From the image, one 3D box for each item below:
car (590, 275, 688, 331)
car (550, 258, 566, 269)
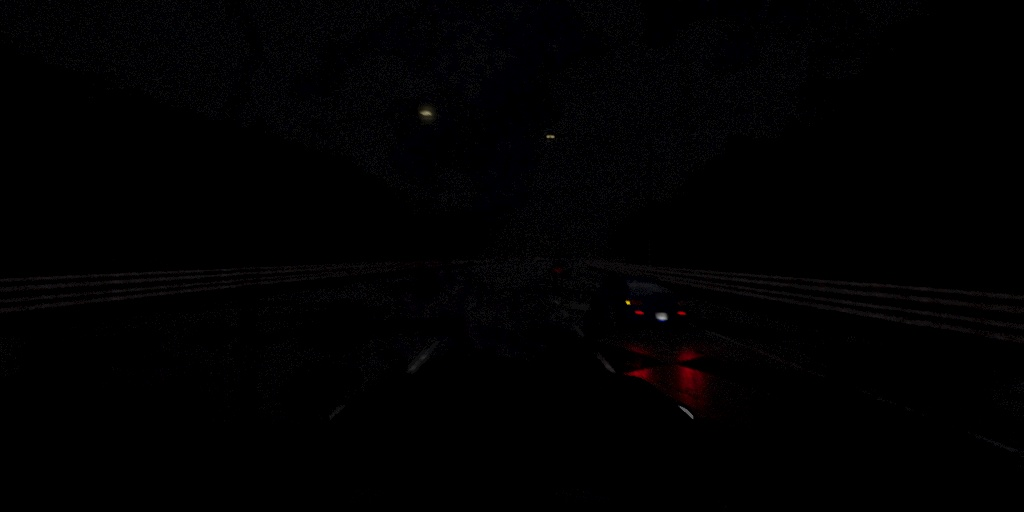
[{"bbox_3d":[3.697,1.301,11.064,1.812,1.442,4.674,0,0,1],"label":"car"},{"bbox_3d":[7.221,1.311,57.347,1.837,1.490,4.892,0,0,8],"label":"car"}]
